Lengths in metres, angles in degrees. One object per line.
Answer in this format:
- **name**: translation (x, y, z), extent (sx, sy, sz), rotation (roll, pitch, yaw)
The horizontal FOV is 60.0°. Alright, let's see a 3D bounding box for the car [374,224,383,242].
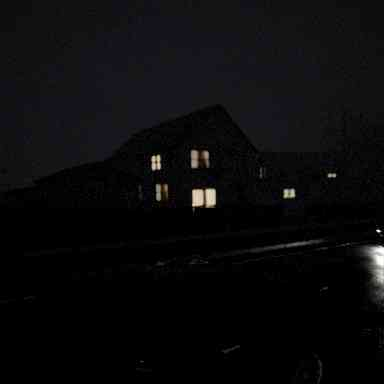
- **car**: translation (10.453, 1.565, 15.143), extent (5.357, 1.411, 2.033), rotation (0, 0, -36)

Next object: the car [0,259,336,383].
- **car**: translation (-0.377, 1.527, 3.417), extent (4.674, 1.442, 1.812), rotation (0, 0, -36)
